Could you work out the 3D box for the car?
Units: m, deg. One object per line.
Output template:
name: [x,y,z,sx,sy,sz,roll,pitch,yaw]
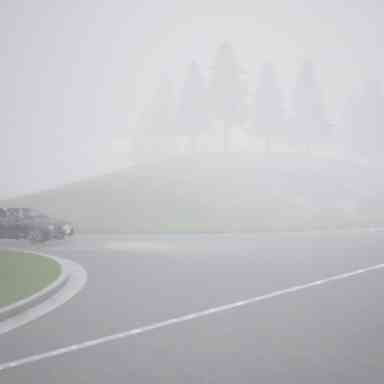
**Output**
car: [-7.876,1.490,15.213,4.902,1.511,2.128,0,0,11]
